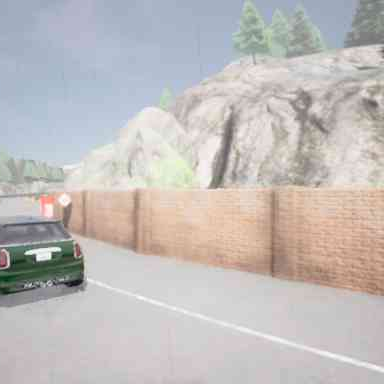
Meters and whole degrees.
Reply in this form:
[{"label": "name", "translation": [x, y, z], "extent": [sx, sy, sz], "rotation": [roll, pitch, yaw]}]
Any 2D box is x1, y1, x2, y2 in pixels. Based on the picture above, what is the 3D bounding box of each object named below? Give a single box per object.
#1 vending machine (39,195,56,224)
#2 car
[{"label": "vending machine", "translation": [-10.563, 1.262, 24.323], "extent": [1.100, 2.100, 0.880], "rotation": [0, 0, -28]}, {"label": "car", "translation": [-4.619, 1.373, 8.431], "extent": [4.553, 1.767, 2.097], "rotation": [0, 0, 44]}]
